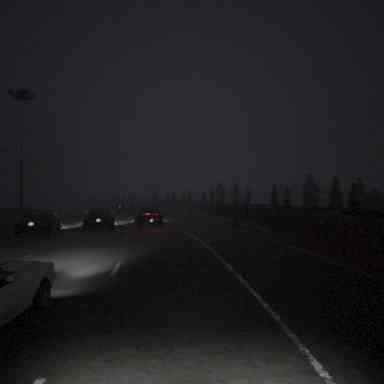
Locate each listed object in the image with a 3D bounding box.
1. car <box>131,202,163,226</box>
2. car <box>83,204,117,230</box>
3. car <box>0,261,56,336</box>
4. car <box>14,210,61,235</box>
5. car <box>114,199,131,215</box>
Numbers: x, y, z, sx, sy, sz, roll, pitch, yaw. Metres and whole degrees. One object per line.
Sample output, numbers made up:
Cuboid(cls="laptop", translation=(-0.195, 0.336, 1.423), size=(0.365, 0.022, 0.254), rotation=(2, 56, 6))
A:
Cuboid(cls="car", translation=(-3.428, 1.755, 25.577), size=(1.837, 1.490, 4.892), rotation=(0, -1, -14))
Cuboid(cls="car", translation=(-6.392, 1.801, 23.063), size=(1.994, 1.385, 4.181), rotation=(0, -1, -13))
Cuboid(cls="car", translation=(-3.693, 1.661, 4.936), size=(1.895, 1.301, 4.718), rotation=(0, -1, -3))
Cuboid(cls="car", translation=(-9.400, 1.788, 20.496), size=(1.994, 1.385, 4.181), rotation=(0, -1, -12))
Cuboid(cls="car", translation=(-8.290, 1.754, 40.138), size=(2.097, 1.767, 4.553), rotation=(0, 0, -22))
